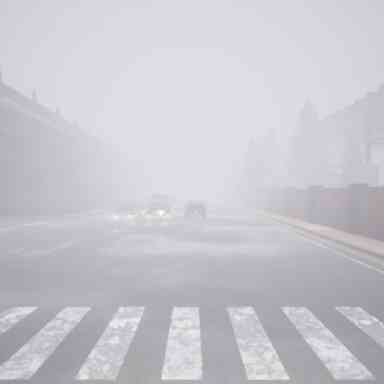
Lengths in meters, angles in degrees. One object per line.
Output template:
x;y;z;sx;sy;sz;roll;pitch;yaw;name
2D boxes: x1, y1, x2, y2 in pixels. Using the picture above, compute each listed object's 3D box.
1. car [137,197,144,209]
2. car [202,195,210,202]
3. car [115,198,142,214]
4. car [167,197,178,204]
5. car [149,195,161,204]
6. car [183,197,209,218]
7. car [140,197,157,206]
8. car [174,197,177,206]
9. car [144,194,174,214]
-7.066;1.452;45.189;1.882;1.535;5.008;0;0;-1;car
3.051;1.434;76.566;1.882;1.535;5.008;0;0;-1;car
-6.937;1.580;35.812;1.895;1.301;4.718;0;0;-1;car
-3.774;1.563;64.757;1.895;1.301;4.718;0;0;-1;car
-7.285;1.440;65.412;1.882;1.535;5.008;0;0;-1;car
0.301;1.487;30.453;1.837;1.490;4.892;0;0;0;car
-7.152;1.516;55.147;2.033;1.411;5.357;0;0;0;car
-3.573;1.465;45.619;2.128;1.511;4.902;0;0;-1;car
-3.429;1.201;35.739;2.150;2.045;5.566;0;0;-1;car
